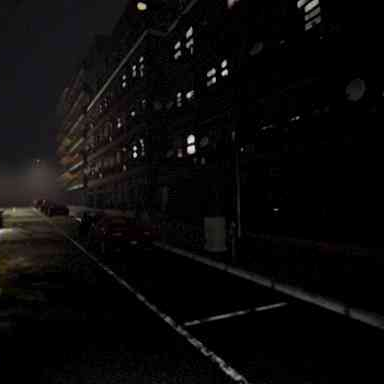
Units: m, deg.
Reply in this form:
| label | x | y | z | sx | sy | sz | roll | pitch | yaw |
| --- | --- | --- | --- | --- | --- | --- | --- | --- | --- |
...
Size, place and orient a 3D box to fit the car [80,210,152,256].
| label | x | y | z | sx | sy | sz | roll | pitch | yaw |
| --- | --- | --- | --- | --- | --- | --- | --- | --- | --- |
| car | -3.050 | 1.632 | 13.527 | 1.887 | 1.381 | 4.507 | 2 | -1 | -28 |

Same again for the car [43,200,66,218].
| label | x | y | z | sx | sy | sz | roll | pitch | yaw |
| --- | --- | --- | --- | --- | --- | --- | --- | --- | --- |
| car | -13.350 | 1.789 | 33.106 | 1.887 | 1.381 | 4.507 | 1 | -1 | -28 |

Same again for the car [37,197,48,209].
| label | x | y | z | sx | sy | sz | roll | pitch | yaw |
| --- | --- | --- | --- | --- | --- | --- | --- | --- | --- |
| car | -18.492 | 1.774 | 42.901 | 1.967 | 1.590 | 4.097 | 1 | -1 | -28 |

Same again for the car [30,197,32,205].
| label | x | y | z | sx | sy | sz | roll | pitch | yaw |
| --- | --- | --- | --- | --- | --- | --- | --- | --- | --- |
| car | -28.831 | 1.970 | 62.460 | 1.967 | 1.590 | 4.097 | 1 | -1 | -28 |

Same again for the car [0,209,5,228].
| label | x | y | z | sx | sy | sz | roll | pitch | yaw |
| --- | --- | --- | --- | --- | --- | --- | --- | --- | --- |
| car | -14.235 | 1.707 | 23.331 | 1.812 | 1.442 | 4.674 | 0 | 0 | -28 |

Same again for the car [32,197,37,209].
| label | x | y | z | sx | sy | sz | roll | pitch | yaw |
| --- | --- | --- | --- | --- | --- | --- | --- | --- | --- |
| car | -23.678 | 1.743 | 52.672 | 2.192 | 1.841 | 5.009 | 1 | -1 | -28 |

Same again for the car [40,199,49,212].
| label | x | y | z | sx | sy | sz | roll | pitch | yaw |
| --- | --- | --- | --- | --- | --- | --- | --- | --- | --- |
| car | -15.925 | 1.833 | 38.000 | 1.887 | 1.381 | 4.507 | 1 | -1 | -28 |

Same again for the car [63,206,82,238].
| label | x | y | z | sx | sy | sz | roll | pitch | yaw |
| --- | --- | --- | --- | --- | --- | --- | --- | --- | --- |
| car | -5.626 | 1.674 | 18.422 | 2.008 | 1.369 | 4.403 | 2 | -1 | -28 |
